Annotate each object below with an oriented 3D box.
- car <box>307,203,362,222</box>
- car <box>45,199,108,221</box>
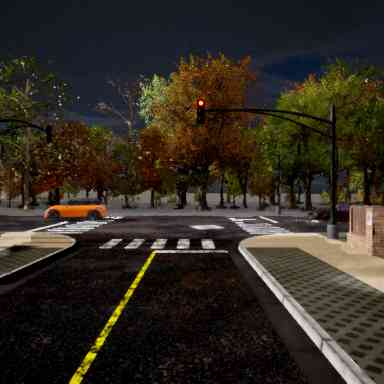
[{"bbox_3d":[12.015,1.598,26.355,5.357,1.411,2.033,0,0,0],"label":"car"},{"bbox_3d":[-9.097,1.325,26.284,4.553,1.767,2.097,0,0,0],"label":"car"}]
